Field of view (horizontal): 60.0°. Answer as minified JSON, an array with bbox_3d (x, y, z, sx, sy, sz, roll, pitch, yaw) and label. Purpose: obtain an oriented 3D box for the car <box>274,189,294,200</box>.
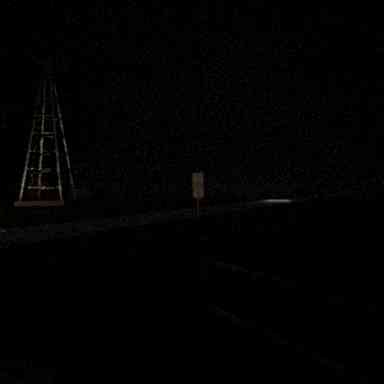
[{"bbox_3d":[13.868,0.351,50.019,1.837,1.490,4.892,-2,0,35],"label":"car"}]
